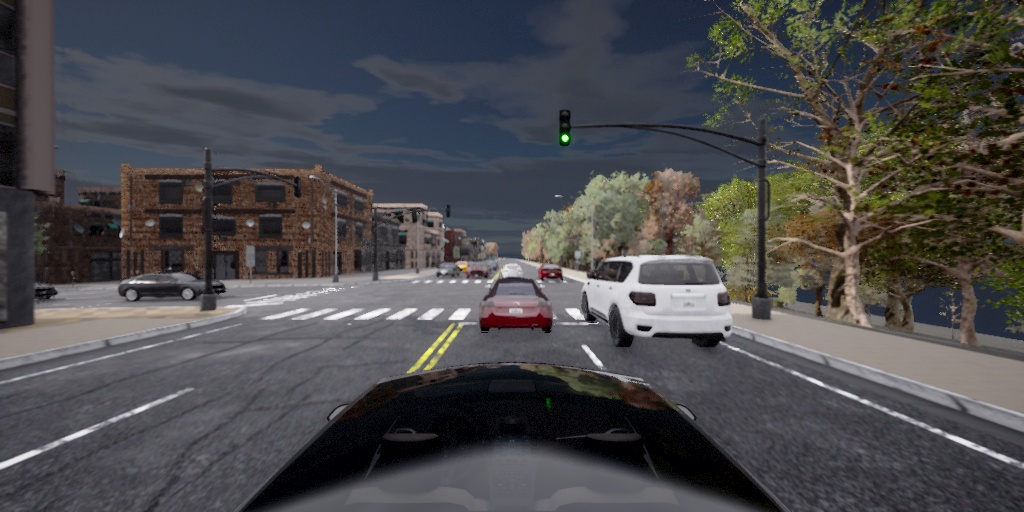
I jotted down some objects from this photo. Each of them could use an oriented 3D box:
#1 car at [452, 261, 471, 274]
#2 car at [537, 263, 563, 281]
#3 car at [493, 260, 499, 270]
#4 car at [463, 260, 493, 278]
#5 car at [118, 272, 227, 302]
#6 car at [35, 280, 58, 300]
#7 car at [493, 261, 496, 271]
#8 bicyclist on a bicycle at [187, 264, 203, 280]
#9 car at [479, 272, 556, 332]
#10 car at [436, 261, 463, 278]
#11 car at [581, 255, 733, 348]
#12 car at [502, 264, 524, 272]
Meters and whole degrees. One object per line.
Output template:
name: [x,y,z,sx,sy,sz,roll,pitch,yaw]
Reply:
car: [-6.636,1.466,47.610,1.882,1.535,5.008,0,0,0]
car: [3.336,1.384,32.011,1.882,1.535,5.008,0,0,0]
car: [-3.360,1.380,55.064,2.097,1.767,4.553,0,0,0]
car: [-3.367,1.280,36.168,2.097,1.767,4.553,0,0,0]
car: [-18.496,1.626,19.650,4.892,1.490,1.837,-1,0,-2]
car: [-27.898,1.772,19.443,4.892,1.490,1.837,-1,0,-1]
car: [-3.385,1.576,45.129,1.895,1.301,4.718,0,0,0]
bicyclist on a bicycle: [-24.965,1.480,28.232,0.582,1.620,1.656,-1,1,-1]
car: [0.102,1.362,11.047,1.994,1.385,4.181,0,0,0]
car: [-6.610,1.427,37.471,2.128,1.511,4.902,0,0,1]
car: [3.348,1.011,9.482,2.150,2.045,5.566,0,0,0]
car: [0.072,1.434,32.340,1.812,1.442,4.674,0,0,0]
